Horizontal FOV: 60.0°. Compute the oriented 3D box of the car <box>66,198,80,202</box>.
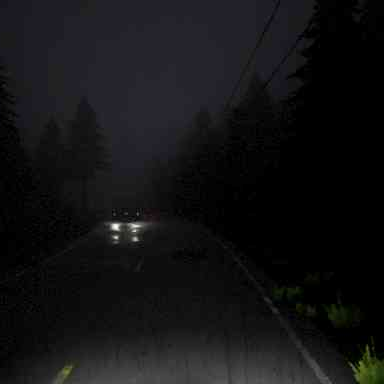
[{"bbox_3d":[-23.982,1.862,66.067,2.128,1.511,4.902,0,0,-44],"label":"car"}]

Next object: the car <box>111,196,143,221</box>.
[{"bbox_3d":[-5.862,1.371,29.225,2.150,2.045,5.566,0,0,-13],"label":"car"}]

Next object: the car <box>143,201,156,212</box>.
[{"bbox_3d":[-5.916,1.812,41.503,1.895,1.301,4.718,0,0,-19],"label":"car"}]
